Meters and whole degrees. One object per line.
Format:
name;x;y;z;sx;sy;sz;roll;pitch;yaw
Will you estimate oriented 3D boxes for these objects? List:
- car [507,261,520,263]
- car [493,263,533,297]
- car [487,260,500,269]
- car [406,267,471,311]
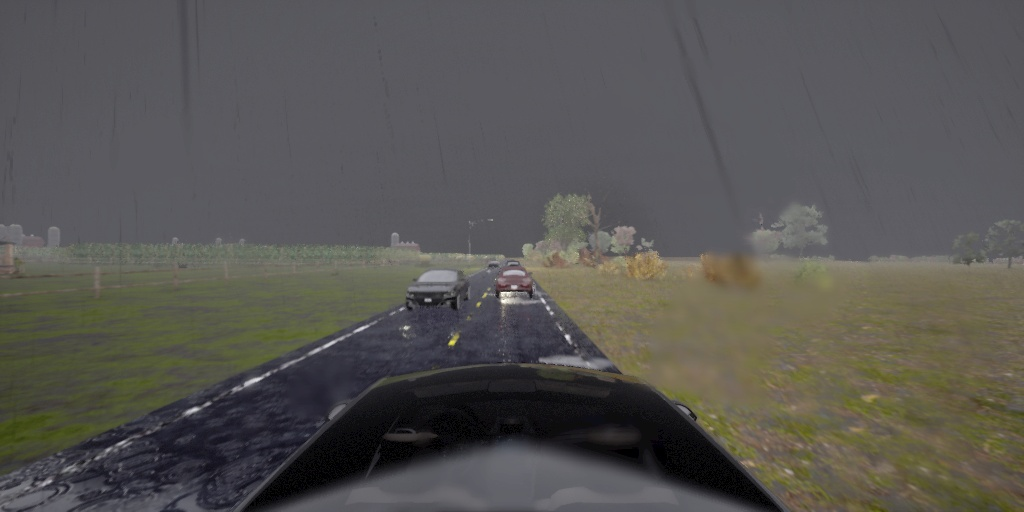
car;0.113;1.242;37.263;1.837;1.490;4.892;0;0;0
car;0.106;1.270;18.894;1.812;1.442;4.674;0;0;0
car;-2.793;1.333;55.785;1.895;1.301;4.718;0;0;1
car;-2.845;1.223;14.631;1.882;1.535;5.008;0;0;0
